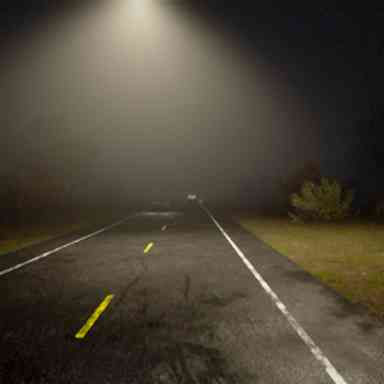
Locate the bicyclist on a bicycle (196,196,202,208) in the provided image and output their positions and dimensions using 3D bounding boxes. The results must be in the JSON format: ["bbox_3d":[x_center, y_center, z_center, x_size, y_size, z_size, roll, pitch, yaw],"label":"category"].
[{"bbox_3d":[0.964,1.373,45.143,0.866,1.612,1.509,0,0,0],"label":"bicyclist on a bicycle"}]

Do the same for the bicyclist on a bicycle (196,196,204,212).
[{"bbox_3d":[0.955,1.391,36.601,0.866,1.612,1.509,0,0,0],"label":"bicyclist on a bicycle"}]

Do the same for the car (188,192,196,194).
[{"bbox_3d":[-0.009,1.082,74.241,2.150,2.045,5.566,0,0,0],"label":"car"}]

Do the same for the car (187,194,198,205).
[{"bbox_3d":[0.078,1.506,58.250,1.895,1.301,4.718,0,0,0],"label":"car"}]

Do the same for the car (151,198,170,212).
[{"bbox_3d":[-3.599,1.428,38.418,1.882,1.535,5.008,0,0,0],"label":"car"}]
